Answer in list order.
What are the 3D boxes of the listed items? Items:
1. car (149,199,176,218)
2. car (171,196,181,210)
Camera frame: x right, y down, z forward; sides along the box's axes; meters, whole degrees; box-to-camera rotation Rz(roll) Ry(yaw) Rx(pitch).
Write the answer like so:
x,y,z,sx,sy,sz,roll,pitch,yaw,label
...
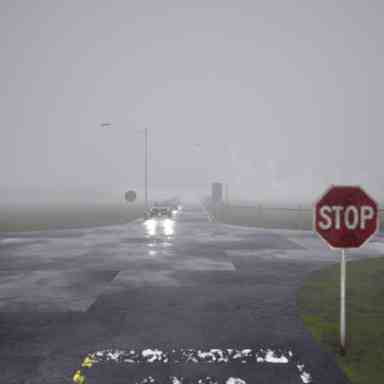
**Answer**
x,y,z,sx,sy,sz,roll,pitch,yaw,label
-2.765,1.592,30.522,1.895,1.301,4.718,0,0,0,car
-2.752,1.553,41.406,1.994,1.385,4.181,0,0,0,car
